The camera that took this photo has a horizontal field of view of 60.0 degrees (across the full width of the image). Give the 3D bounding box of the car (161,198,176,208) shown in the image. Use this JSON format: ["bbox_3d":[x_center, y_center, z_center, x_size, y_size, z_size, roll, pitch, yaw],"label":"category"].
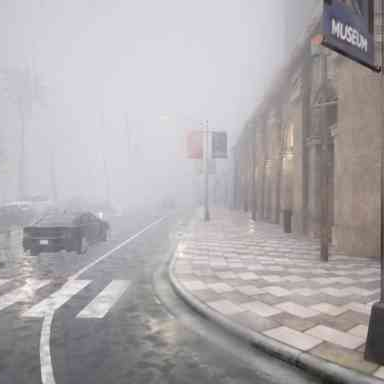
[{"bbox_3d":[-3.418,1.551,49.147,2.033,1.411,5.357,0,0,3],"label":"car"}]

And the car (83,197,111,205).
[{"bbox_3d":[-10.918,1.526,39.417,1.812,1.442,4.674,0,0,2],"label":"car"}]

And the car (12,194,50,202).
[{"bbox_3d":[-14.804,1.221,30.413,2.150,2.045,5.566,0,0,2],"label":"car"}]

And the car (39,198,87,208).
[{"bbox_3d":[-11.331,1.526,29.536,1.812,1.442,4.674,0,0,2],"label":"car"}]

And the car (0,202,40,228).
[{"bbox_3d":[-11.661,1.547,20.113,2.033,1.411,5.357,0,0,2],"label":"car"}]

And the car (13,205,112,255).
[{"bbox_3d":[-4.765,1.498,13.362,1.882,1.535,5.008,0,0,2],"label":"car"}]
